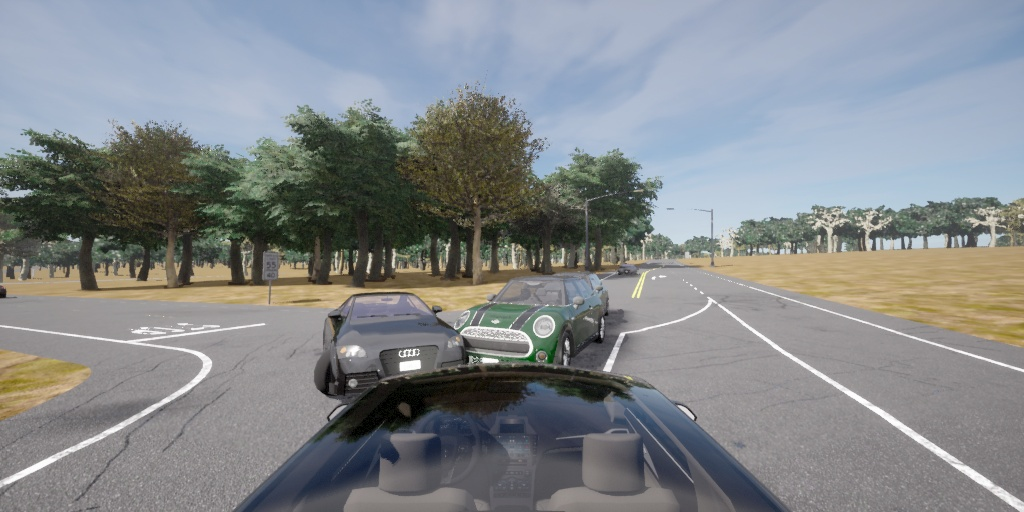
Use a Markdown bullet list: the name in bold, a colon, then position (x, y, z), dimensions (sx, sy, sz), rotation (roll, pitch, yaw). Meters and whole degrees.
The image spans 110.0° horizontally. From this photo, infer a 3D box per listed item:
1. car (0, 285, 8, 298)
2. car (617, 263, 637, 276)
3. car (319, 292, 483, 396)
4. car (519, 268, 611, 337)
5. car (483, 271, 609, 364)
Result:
- **car**: position (-40.855, 2.561, 27.428), dimensions (4.181, 1.385, 1.994), rotation (-2, -3, 22)
- **car**: position (13.276, 1.538, 41.111), dimensions (1.994, 1.385, 4.181), rotation (-1, 0, 22)
- **car**: position (-2.355, 1.376, 6.652), dimensions (1.994, 1.385, 4.181), rotation (1, -2, -29)
- **car**: position (2.024, 1.344, 12.169), dimensions (2.097, 1.767, 4.553), rotation (-1, -1, 21)
- **car**: position (0.616, 1.218, 7.856), dimensions (2.097, 1.767, 4.553), rotation (-1, -2, 26)
